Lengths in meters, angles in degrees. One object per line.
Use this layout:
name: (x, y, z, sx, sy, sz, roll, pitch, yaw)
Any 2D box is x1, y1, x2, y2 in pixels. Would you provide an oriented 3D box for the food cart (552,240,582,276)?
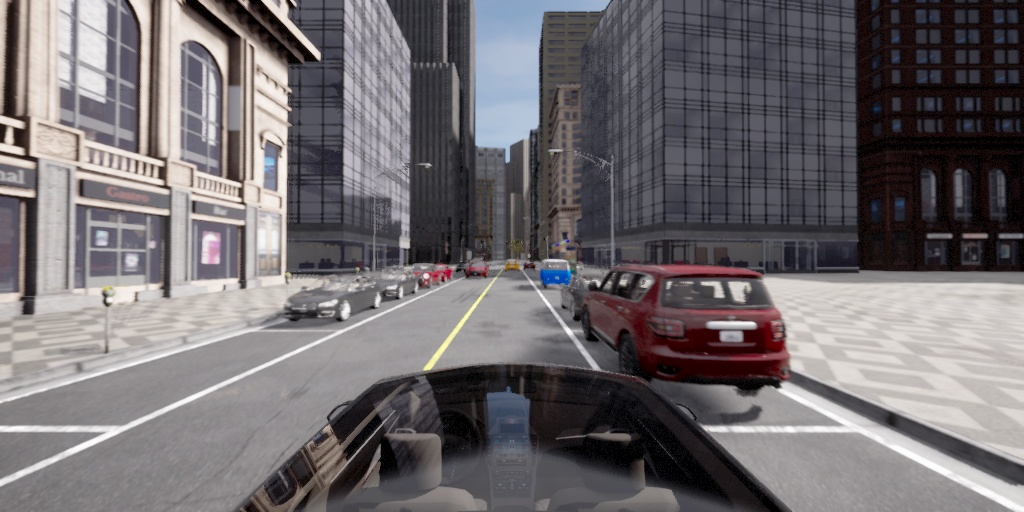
food cart: (5.642, 0.253, 36.421, 2.280, 3.560, 4.660, 0, 0, 0)

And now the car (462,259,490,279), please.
car: (-3.087, 1.257, 32.838, 1.882, 1.535, 5.008, 0, 0, 0)

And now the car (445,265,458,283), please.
car: (-5.851, 1.315, 28.615, 1.888, 1.381, 4.507, 0, 0, 0)

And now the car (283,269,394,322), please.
car: (-5.854, 1.302, 12.237, 2.007, 1.370, 4.403, 0, 0, 0)

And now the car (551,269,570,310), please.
car: (2.671, 1.301, 12.228, 2.007, 1.370, 4.403, 0, 0, 0)

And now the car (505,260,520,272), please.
car: (0.051, 1.311, 49.374, 1.882, 1.535, 5.008, 0, 0, 1)

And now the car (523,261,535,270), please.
car: (2.680, 1.408, 55.904, 1.888, 1.381, 4.507, 0, 0, 0)

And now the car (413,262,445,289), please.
car: (-5.852, 1.201, 23.156, 1.967, 1.591, 4.097, 0, 0, 0)

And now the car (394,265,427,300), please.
car: (-5.853, 1.305, 17.697, 2.007, 1.370, 4.403, 0, 0, 0)

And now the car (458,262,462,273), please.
car: (-5.848, 1.383, 44.991, 1.948, 1.339, 4.313, 0, 0, 0)

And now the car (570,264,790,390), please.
car: (2.670, 1.065, 6.769, 2.192, 1.841, 5.009, 0, 0, 0)

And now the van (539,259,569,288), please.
van: (2.673, 1.101, 23.148, 1.690, 1.789, 3.998, 0, 0, 0)
